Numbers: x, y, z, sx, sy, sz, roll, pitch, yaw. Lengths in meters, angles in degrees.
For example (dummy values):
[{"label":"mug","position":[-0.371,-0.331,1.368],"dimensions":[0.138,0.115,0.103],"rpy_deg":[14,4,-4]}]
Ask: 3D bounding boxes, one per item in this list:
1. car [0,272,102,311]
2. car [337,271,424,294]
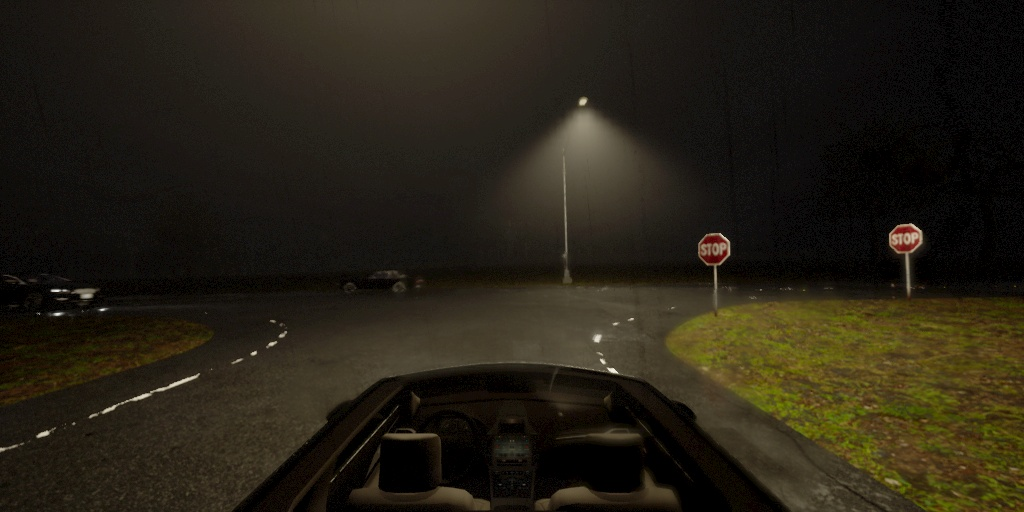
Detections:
[{"label":"car","position":[-19.676,1.407,14.522],"dimensions":[4.902,1.511,2.128],"rpy_deg":[-1,-2,0]},{"label":"car","position":[-7.850,1.561,21.543],"dimensions":[4.718,1.301,1.895],"rpy_deg":[-1,-2,0]}]
